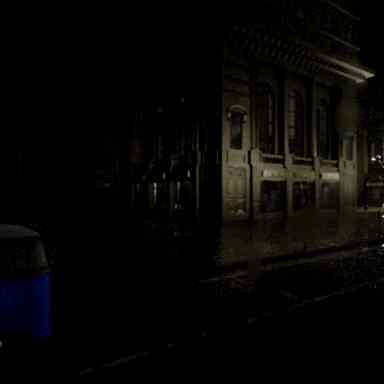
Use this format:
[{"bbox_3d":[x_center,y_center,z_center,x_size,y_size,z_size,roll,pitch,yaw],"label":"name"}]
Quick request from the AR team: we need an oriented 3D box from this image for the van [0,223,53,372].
[{"bbox_3d":[-3.789,1.340,3.949,3.998,1.788,1.690,0,0,-35],"label":"van"}]
